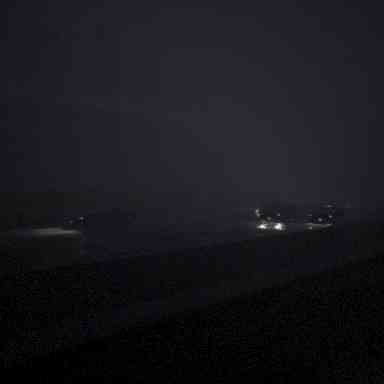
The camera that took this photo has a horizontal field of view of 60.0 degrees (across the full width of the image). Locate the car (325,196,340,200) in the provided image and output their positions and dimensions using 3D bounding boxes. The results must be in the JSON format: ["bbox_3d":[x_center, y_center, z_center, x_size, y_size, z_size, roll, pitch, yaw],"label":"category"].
[{"bbox_3d":[26.301,1.674,61.552,1.895,1.301,4.718,0,0,28],"label":"car"}]

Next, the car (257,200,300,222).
[{"bbox_3d":[7.272,1.593,27.109,2.033,1.411,5.357,0,0,34],"label":"car"}]

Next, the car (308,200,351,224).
[{"bbox_3d":[10.535,1.582,25.743,2.033,1.411,5.357,0,0,34],"label":"car"}]

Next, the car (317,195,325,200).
[{"bbox_3d":[29.142,1.479,74.307,2.033,1.411,5.357,0,0,28],"label":"car"}]

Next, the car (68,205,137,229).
[{"bbox_3d":[-5.867,1.594,22.298,1.812,1.442,4.674,0,0,44],"label":"car"}]

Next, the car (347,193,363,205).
[{"bbox_3d":[29.030,1.288,59.238,2.150,2.045,5.566,0,0,28],"label":"car"}]

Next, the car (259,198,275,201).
[{"bbox_3d":[9.427,1.613,37.601,2.033,1.411,5.357,0,0,28],"label":"car"}]

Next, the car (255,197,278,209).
[{"bbox_3d":[10.721,1.562,47.433,1.882,1.535,5.008,0,0,28],"label":"car"}]
